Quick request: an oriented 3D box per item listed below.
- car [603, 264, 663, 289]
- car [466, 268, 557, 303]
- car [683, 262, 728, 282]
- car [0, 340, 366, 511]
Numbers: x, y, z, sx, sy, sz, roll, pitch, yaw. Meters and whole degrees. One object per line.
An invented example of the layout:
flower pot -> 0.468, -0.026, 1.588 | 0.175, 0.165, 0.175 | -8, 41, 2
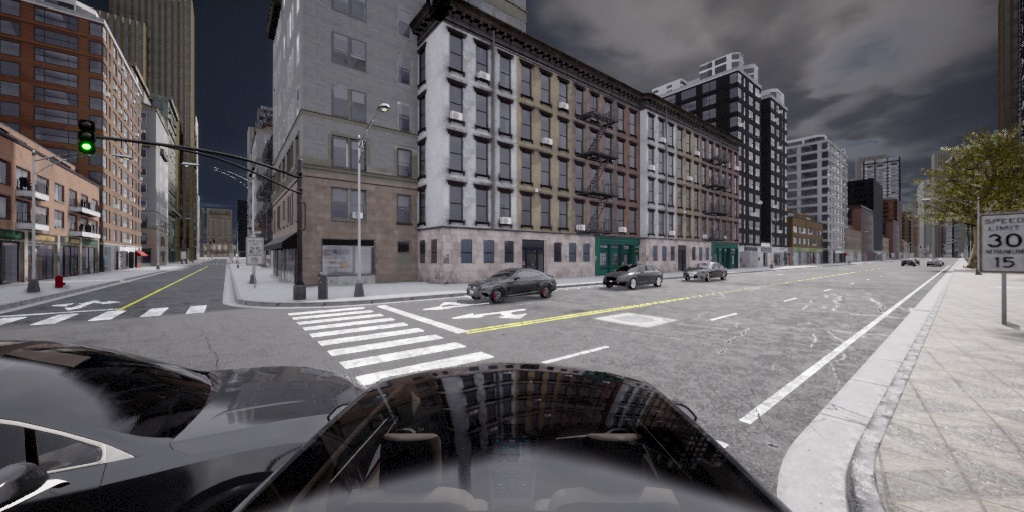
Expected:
car -> 7.829, 1.259, 22.992 | 4.892, 1.490, 1.837 | 0, 0, -38
car -> 0.090, 1.287, 16.827 | 4.674, 1.442, 1.812 | 0, 0, -39
car -> 15.889, 1.237, 29.400 | 4.902, 1.511, 2.128 | 0, 0, -38
car -> -3.209, 1.257, 1.880 | 4.892, 1.490, 1.837 | 0, 0, -34
